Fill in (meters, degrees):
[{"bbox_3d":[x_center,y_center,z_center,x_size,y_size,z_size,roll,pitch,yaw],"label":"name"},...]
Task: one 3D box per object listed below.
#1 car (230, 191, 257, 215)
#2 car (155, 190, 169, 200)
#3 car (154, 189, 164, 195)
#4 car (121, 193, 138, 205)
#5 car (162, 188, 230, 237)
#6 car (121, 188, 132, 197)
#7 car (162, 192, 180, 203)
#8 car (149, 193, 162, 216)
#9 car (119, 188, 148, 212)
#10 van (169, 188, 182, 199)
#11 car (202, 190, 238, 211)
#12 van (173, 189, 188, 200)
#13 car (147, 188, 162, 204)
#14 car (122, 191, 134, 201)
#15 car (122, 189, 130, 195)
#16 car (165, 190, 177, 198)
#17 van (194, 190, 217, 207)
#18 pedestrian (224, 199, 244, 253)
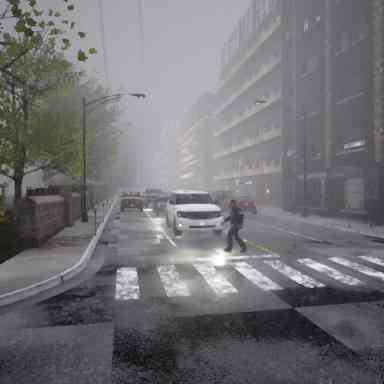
[{"bbox_3d":[3.734,0.952,26.981,1.967,1.590,4.097,1,1,-12],"label":"car"},{"bbox_3d":[-5.095,0.495,56.241,1.837,1.490,4.892,0,1,-12],"label":"car"},{"bbox_3d":[-8.600,0.005,86.466,1.947,1.339,4.313,1,1,-12],"label":"car"},{"bbox_3d":[-7.837,0.834,41.506,1.947,1.339,4.313,1,1,-12],"label":"car"},{"bbox_3d":[-0.042,0.930,16.766,2.150,2.045,5.566,0,1,-10],"label":"car"},{"bbox_3d":[-14.559,-0.002,73.948,2.192,1.841,5.009,1,1,-12],"label":"car"},{"bbox_3d":[-3.038,0.765,46.593,1.895,1.301,4.718,0,1,-11],"label":"car"},{"bbox_3d":[-2.137,1.055,26.714,1.812,1.442,4.674,0,1,-12],"label":"car"},{"bbox_3d":[-5.590,0.779,30.687,2.192,1.841,5.009,1,1,-12],"label":"car"},{"bbox_3d":[-2.991,0.268,59.425,1.690,1.788,3.998,1,1,-12],"label":"van"},{"bbox_3d":[2.614,0.730,32.386,2.192,1.841,5.009,1,1,-12],"label":"car"},{"bbox_3d":[-1.870,0.366,54.018,1.690,1.788,3.998,1,1,-12],"label":"van"},{"bbox_3d":[-4.282,0.563,37.114,2.150,2.045,5.566,0,1,-11],"label":"car"},{"bbox_3d":[-10.044,0.602,52.154,1.752,1.417,4.829,1,1,-12],"label":"car"},{"bbox_3d":[-17.926,-0.044,90.174,1.947,1.339,4.313,1,1,-12],"label":"car"},{"bbox_3d":[-4.149,0.352,65.001,1.752,1.417,4.829,1,1,-12],"label":"car"},{"bbox_3d":[1.493,0.658,37.794,1.690,1.788,3.998,1,1,-12],"label":"van"},{"bbox_3d":[1.406,1.104,11.098,0.375,1.860,0.375,1,0,-12],"label":"pedestrian"}]
